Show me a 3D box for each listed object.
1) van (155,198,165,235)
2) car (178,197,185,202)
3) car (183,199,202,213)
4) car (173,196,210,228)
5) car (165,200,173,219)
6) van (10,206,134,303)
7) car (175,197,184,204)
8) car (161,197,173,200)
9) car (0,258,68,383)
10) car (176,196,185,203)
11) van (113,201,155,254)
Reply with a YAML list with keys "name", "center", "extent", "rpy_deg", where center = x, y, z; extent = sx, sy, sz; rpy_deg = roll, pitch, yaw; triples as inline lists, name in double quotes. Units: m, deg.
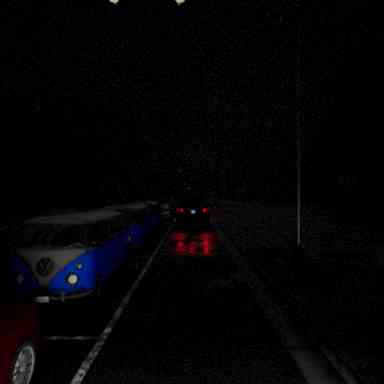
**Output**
- name: "van"
  center: [-2.664, 1.412, 18.877]
  extent: [1.690, 1.788, 3.998]
  rpy_deg: [0, 0, 0]
- name: "car"
  center: [-2.764, 2.112, 90.481]
  extent: [1.802, 1.307, 4.206]
  rpy_deg: [0, -1, 0]
- name: "car"
  center: [0.044, 1.651, 39.946]
  extent: [2.128, 1.511, 4.902]
  rpy_deg: [0, 0, 0]
- name: "car"
  center: [0.068, 1.310, 22.892]
  extent: [2.150, 2.045, 5.566]
  rpy_deg: [0, 0, 0]
- name: "car"
  center: [-2.679, 1.664, 29.804]
  extent: [2.008, 1.369, 4.403]
  rpy_deg: [0, 0, 0]
- name: "van"
  center: [-2.649, 1.371, 7.948]
  extent: [1.690, 1.788, 3.998]
  rpy_deg: [0, 0, 0]
- name: "car"
  center: [-2.740, 1.822, 73.417]
  extent: [1.967, 1.590, 4.097]
  rpy_deg: [0, 0, 0]
- name: "car"
  center: [-2.686, 1.452, 35.269]
  extent: [2.192, 1.841, 5.009]
  rpy_deg: [0, 0, 0]
- name: "car"
  center: [-2.642, 1.592, 2.483]
  extent: [1.802, 1.307, 4.206]
  rpy_deg: [0, 0, 0]
- name: "car"
  center: [-2.747, 1.869, 79.104]
  extent: [1.967, 1.590, 4.097]
  rpy_deg: [0, 0, 0]
- name: "van"
  center: [-2.656, 1.392, 13.413]
  extent: [1.690, 1.788, 3.998]
  rpy_deg: [0, 0, 0]
